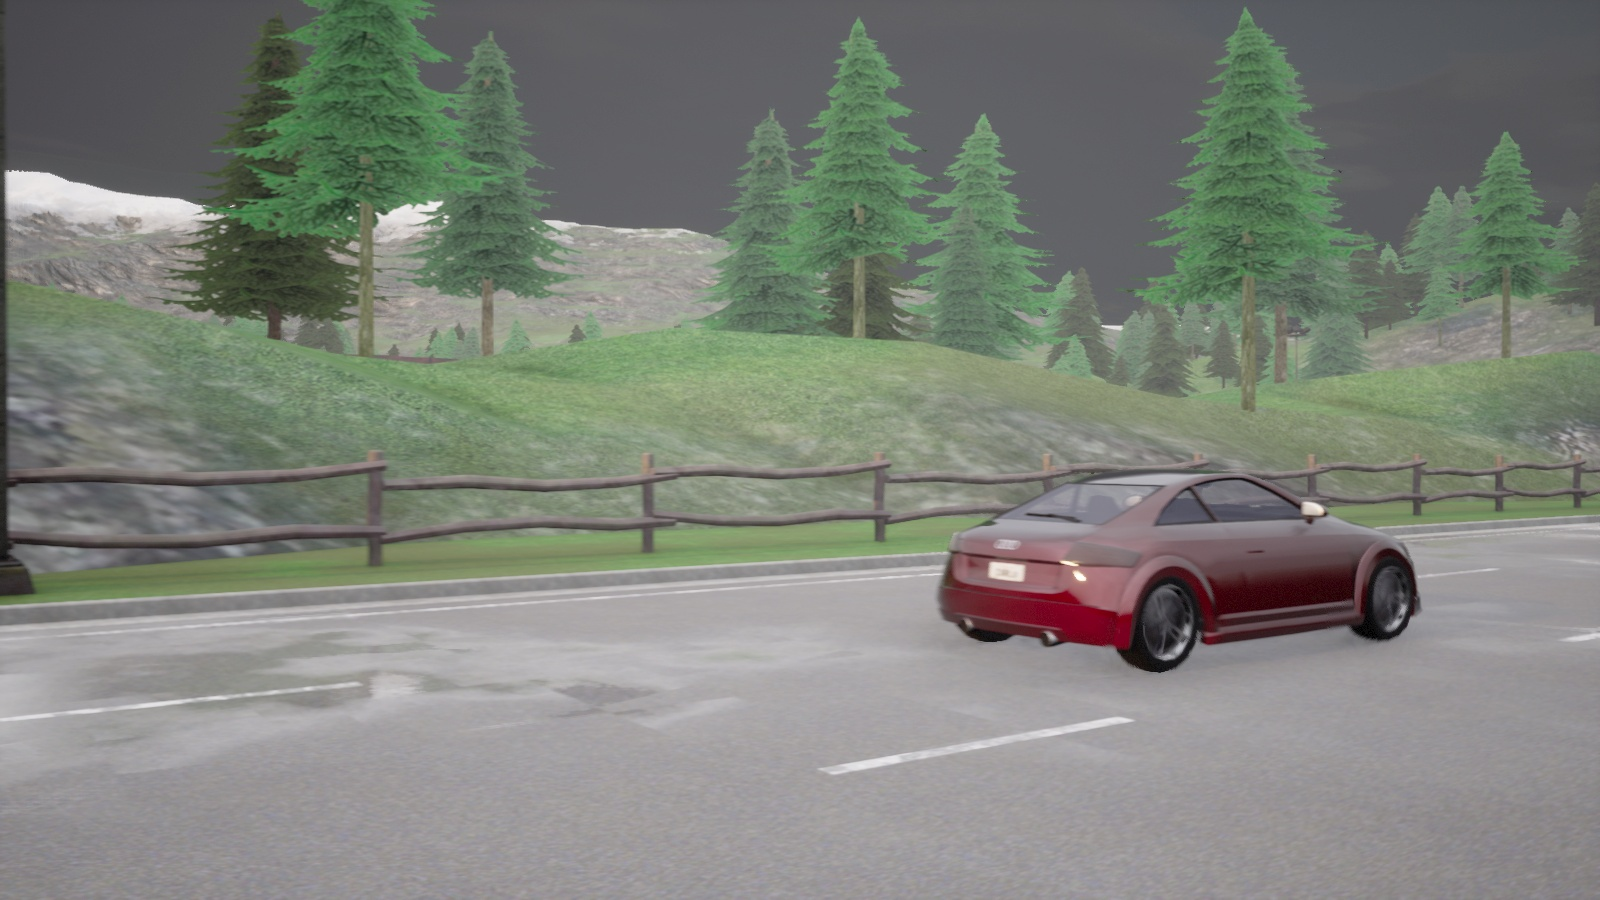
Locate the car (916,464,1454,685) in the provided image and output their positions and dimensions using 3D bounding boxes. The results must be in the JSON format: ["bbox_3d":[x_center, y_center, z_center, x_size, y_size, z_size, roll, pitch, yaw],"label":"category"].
[{"bbox_3d":[3.190,0.829,10.143,4.181,1.385,1.994,0,0,-35],"label":"car"}]
